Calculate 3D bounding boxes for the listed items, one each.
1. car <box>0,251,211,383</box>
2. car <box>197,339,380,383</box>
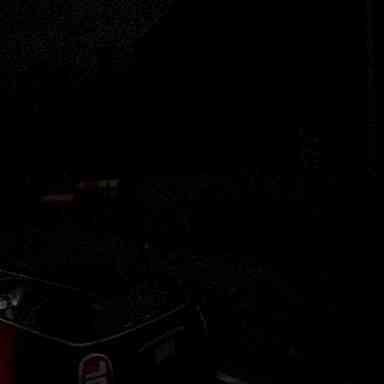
[{"bbox_3d":[-1.825,1.477,4.126,4.097,1.590,1.967,-1,-1,36],"label":"car"},{"bbox_3d":[2.516,1.511,1.027,4.829,1.417,1.752,-1,-1,36],"label":"car"}]
